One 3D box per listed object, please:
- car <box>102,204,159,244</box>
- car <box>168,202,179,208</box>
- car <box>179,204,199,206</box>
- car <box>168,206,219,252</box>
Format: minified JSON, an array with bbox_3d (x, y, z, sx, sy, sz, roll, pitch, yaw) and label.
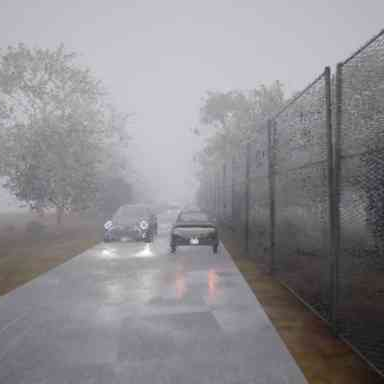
[{"bbox_3d":[-2.869,1.441,16.330,2.097,1.767,4.553,0,-1,0],"label":"car"},{"bbox_3d":[-3.032,2.389,57.697,1.882,1.535,5.008,0,-2,0],"label":"car"},{"bbox_3d":[0.026,1.873,33.482,2.033,1.411,5.357,0,-1,0],"label":"car"},{"bbox_3d":[0.087,1.561,14.187,2.128,1.511,4.902,0,-1,0],"label":"car"}]
